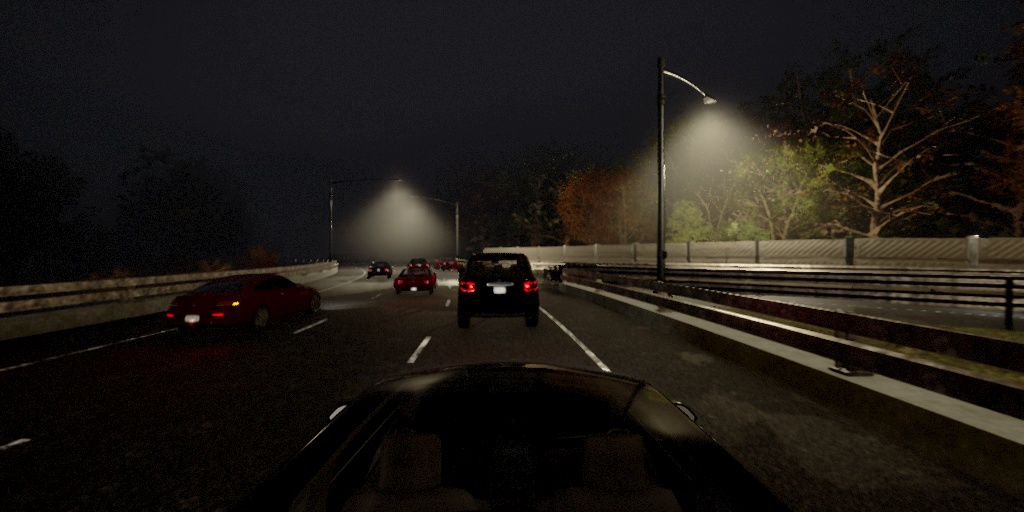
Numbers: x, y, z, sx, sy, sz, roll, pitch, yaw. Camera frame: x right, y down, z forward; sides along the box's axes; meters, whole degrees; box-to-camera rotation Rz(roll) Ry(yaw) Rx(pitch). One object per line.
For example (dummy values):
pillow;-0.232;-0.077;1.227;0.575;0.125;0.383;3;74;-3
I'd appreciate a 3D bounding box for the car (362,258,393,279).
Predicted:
car;-11.500;1.187;31.309;2.033;1.411;5.357;0;0;-17

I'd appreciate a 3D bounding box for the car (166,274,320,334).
car;-7.436;1.248;10.468;1.812;1.442;4.674;0;0;-4

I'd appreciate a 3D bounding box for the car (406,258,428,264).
car;-9.630;0.970;36.582;2.097;1.767;4.553;0;0;-19

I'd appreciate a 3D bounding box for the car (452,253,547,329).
car;-0.501;0.930;11.345;2.150;2.045;5.566;0;0;-4

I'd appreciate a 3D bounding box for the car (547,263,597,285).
car;4.307;1.225;25.463;1.837;1.490;4.892;-1;0;-40

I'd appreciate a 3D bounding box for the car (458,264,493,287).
car;-2.576;1.262;24.516;1.895;1.301;4.718;0;0;-12

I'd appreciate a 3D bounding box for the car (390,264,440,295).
car;-5.112;1.284;19.457;1.895;1.301;4.718;0;0;-10

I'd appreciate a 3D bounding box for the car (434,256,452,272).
car;-8.062;0.935;43.658;2.097;1.767;4.553;0;0;-28
